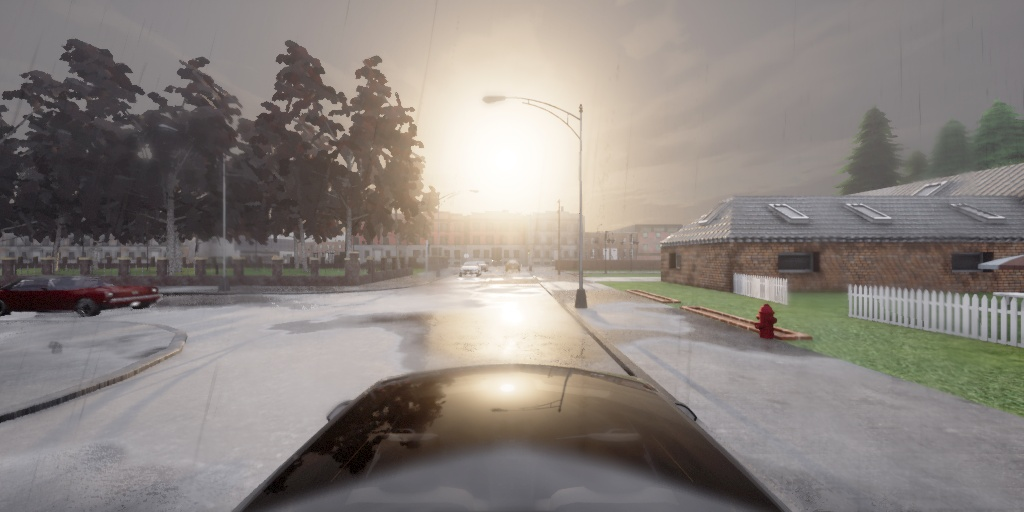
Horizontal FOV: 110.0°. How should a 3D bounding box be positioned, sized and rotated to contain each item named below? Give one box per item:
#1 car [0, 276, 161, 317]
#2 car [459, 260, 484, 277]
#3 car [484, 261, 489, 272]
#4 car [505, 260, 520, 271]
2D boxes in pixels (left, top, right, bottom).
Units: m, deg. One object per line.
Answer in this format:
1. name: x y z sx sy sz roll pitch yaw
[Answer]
1. car: -15.312 1.351 12.475 4.718 1.301 1.895 0 0 0
2. car: -4.079 1.276 35.663 1.812 1.442 4.674 0 0 0
3. car: -4.049 1.276 45.463 1.812 1.442 4.674 0 0 0
4. car: 0.126 1.276 49.644 1.812 1.442 4.674 0 0 0
